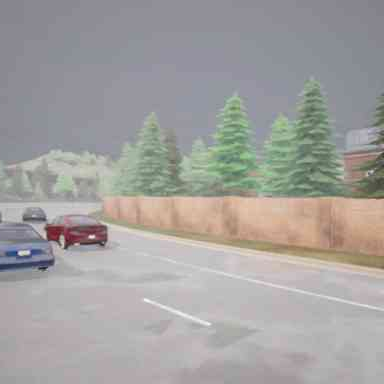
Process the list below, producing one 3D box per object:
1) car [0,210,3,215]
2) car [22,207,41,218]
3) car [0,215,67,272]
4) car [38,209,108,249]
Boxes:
[{"bbox_3d":[-17.118,1.879,27.918,1.882,1.535,5.008,2,-2,-27],"label":"car"},{"bbox_3d":[-14.895,2.111,31.333,1.994,1.385,4.181,2,-2,-26],"label":"car"},{"bbox_3d":[-6.176,1.727,11.026,2.033,1.411,5.357,3,-2,-39],"label":"car"},{"bbox_3d":[-5.826,1.812,16.316,1.882,1.535,5.008,2,-2,-38],"label":"car"}]
